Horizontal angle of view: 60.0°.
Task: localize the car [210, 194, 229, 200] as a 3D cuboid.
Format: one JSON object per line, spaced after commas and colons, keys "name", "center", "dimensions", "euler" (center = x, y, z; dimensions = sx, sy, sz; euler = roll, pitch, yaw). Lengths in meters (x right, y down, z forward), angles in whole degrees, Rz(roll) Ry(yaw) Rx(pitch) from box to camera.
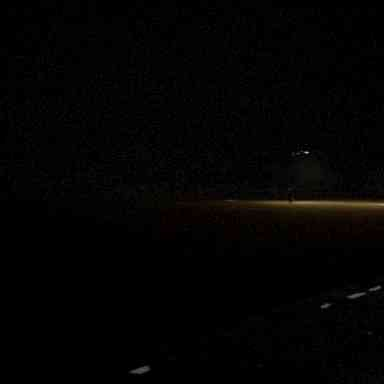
{"name": "car", "center": [5.549, 1.039, 67.319], "dimensions": [1.994, 1.385, 4.181], "euler": [2, -1, -36]}
